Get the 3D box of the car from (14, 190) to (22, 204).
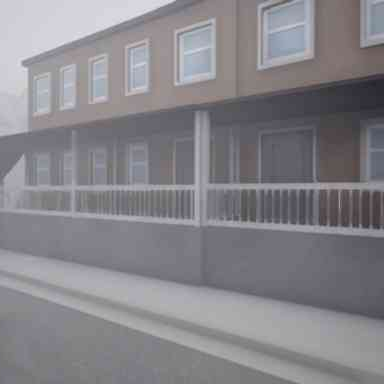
[{"bbox_3d":[-13.446,-0.582,30.410,2.150,2.045,5.566,0,22,34],"label":"car"}]
